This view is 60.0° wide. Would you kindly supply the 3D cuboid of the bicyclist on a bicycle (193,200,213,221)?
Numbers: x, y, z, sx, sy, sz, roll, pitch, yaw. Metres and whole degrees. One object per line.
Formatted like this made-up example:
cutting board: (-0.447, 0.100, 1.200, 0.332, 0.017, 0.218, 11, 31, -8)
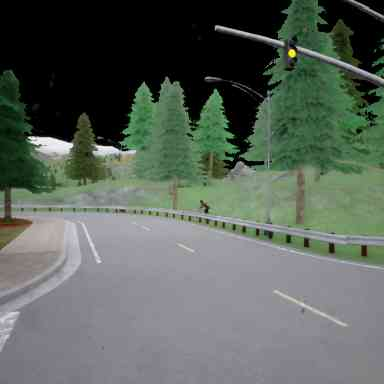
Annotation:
bicyclist on a bicycle: (0.876, 1.432, 25.515, 1.656, 1.620, 0.582, -1, 2, -20)
